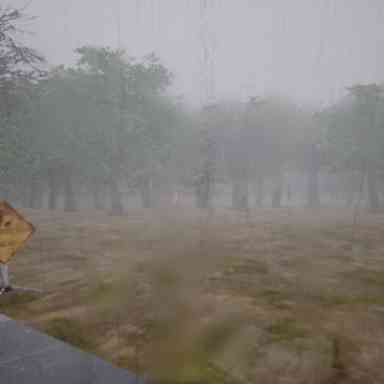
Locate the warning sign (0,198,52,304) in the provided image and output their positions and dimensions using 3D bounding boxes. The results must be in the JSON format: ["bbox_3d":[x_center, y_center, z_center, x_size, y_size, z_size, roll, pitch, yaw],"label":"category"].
[{"bbox_3d":[-3.682,1.074,6.534,1.060,1.860,1.300,-2,1,36],"label":"warning sign"}]
